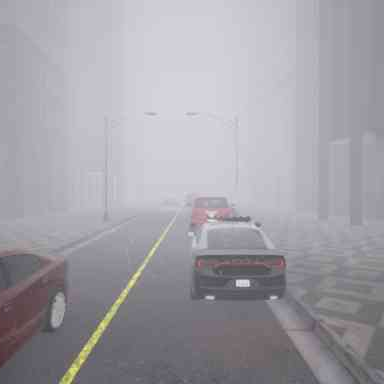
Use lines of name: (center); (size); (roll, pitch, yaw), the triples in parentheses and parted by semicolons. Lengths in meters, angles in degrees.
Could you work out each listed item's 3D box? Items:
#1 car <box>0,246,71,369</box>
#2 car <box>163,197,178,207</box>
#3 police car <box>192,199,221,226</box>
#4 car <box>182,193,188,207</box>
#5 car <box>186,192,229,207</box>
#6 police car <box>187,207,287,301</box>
car: (-3.095, 1.476, 3.931); (1.882, 1.535, 5.008); (0, 0, 0)
car: (-3.008, 1.469, 47.599); (1.994, 1.385, 4.181); (0, 0, 0)
police car: (0.944, 1.392, 24.515); (1.930, 1.638, 5.238); (0, 0, 0)
car: (0.122, 1.124, 48.286); (2.150, 2.045, 5.566); (0, 0, 1)
car: (0.932, 1.205, 18.434); (2.150, 2.045, 5.566); (0, 0, 0)
police car: (0.914, 1.420, 8.516); (1.930, 1.638, 5.238); (0, 0, 0)
